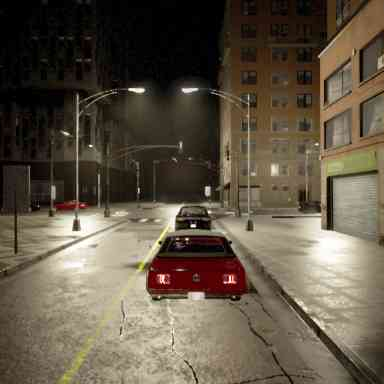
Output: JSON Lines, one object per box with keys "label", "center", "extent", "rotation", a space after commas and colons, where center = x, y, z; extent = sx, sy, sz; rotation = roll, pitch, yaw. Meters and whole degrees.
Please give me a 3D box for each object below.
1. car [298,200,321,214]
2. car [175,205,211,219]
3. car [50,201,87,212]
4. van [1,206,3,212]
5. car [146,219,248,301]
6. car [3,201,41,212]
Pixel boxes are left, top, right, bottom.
{"label": "car", "center": [12.040, 1.415, 30.805], "extent": [4.313, 1.339, 1.947], "rotation": [0, 0, 0]}
{"label": "car", "center": [0.058, 1.474, 18.410], "extent": [1.882, 1.535, 5.008], "rotation": [0, 0, 0]}
{"label": "car", "center": [-14.554, 1.701, 39.299], "extent": [4.206, 1.307, 1.802], "rotation": [0, 0, 0]}
{"label": "van", "center": [-20.186, 1.425, 30.769], "extent": [3.998, 1.788, 1.690], "rotation": [0, 0, 0]}
{"label": "car", "center": [0.081, 1.601, 8.261], "extent": [1.895, 1.301, 4.718], "rotation": [0, 0, 0]}
{"label": "car", "center": [-20.203, 1.725, 39.293], "extent": [4.313, 1.339, 1.947], "rotation": [0, 0, 0]}
